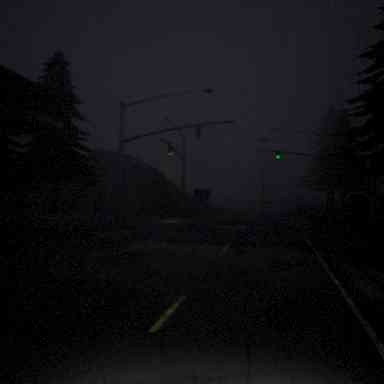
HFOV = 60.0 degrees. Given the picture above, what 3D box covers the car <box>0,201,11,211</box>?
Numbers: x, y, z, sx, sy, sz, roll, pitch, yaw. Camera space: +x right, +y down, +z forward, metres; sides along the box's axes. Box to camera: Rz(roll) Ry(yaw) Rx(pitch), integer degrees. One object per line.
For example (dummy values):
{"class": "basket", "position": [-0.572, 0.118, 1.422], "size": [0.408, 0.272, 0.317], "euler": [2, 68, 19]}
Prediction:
{"class": "car", "position": [-21.429, 1.359, 34.577], "size": [4.718, 1.301, 1.895], "euler": [1, 0, 15]}
